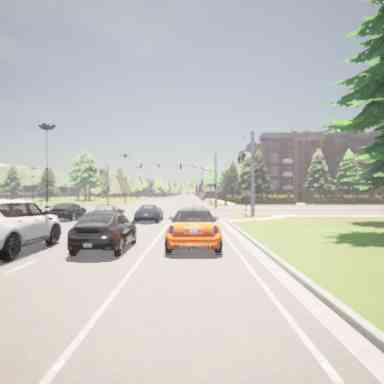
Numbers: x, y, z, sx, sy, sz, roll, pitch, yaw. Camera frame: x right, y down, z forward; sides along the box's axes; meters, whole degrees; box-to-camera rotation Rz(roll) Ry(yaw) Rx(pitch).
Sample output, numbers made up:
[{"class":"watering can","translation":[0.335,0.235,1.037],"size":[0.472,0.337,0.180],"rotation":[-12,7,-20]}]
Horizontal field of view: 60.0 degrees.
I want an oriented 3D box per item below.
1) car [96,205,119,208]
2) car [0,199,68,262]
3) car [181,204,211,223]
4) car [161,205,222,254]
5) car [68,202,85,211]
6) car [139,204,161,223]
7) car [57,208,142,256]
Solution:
[{"class":"car","translation":[-6.940,1.733,27.684],"size":[1.895,1.301,4.718],"rotation":[0,0,0]},{"class":"car","translation":[-6.940,1.280,12.535],"size":[2.150,2.045,5.566],"rotation":[0,-1,0]},{"class":"car","translation":[0.413,1.733,27.622],"size":[1.895,1.301,4.718],"rotation":[0,0,8]},{"class":"car","translation":[0.068,1.419,13.889],"size":[2.097,1.767,4.553],"rotation":[0,0,0]},{"class":"car","translation":[-10.436,1.642,28.280],"size":[1.837,1.490,4.892],"rotation":[0,0,0]},{"class":"car","translation":[-3.443,1.694,27.007],"size":[1.994,1.385,4.181],"rotation":[0,0,0]},{"class":"car","translation":[-3.434,1.567,13.419],"size":[1.837,1.490,4.892],"rotation":[0,-1,0]}]
